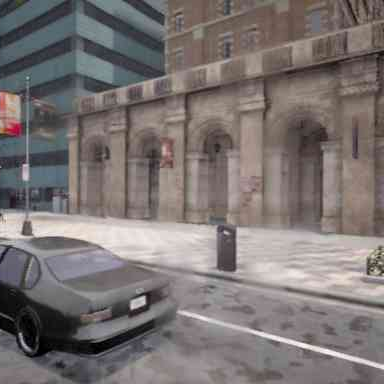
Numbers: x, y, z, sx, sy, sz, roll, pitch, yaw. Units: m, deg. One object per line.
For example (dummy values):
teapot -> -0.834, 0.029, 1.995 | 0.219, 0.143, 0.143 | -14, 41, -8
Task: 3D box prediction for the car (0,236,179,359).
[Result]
car -> -2.769, 1.526, 5.959 | 5.357, 1.411, 2.033 | 0, 0, 36
